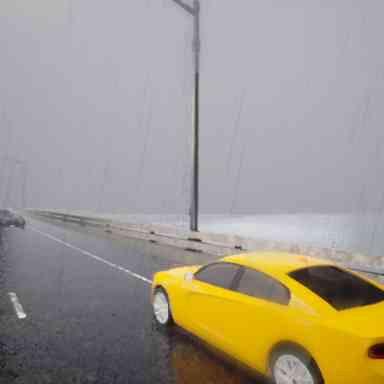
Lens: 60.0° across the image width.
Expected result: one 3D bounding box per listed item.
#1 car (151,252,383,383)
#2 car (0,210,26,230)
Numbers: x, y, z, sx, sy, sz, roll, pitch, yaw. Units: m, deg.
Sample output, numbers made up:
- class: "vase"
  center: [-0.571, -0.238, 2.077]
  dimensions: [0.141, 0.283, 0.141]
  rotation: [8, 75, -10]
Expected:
- class: "car"
  center: [1.081, 1.703, 5.326]
  dimensions: [1.882, 1.535, 5.008]
  rotation: [2, -3, -34]
- class: "car"
  center: [-15.497, 2.497, 28.415]
  dimensions: [1.895, 1.301, 4.718]
  rotation: [2, -3, -33]
